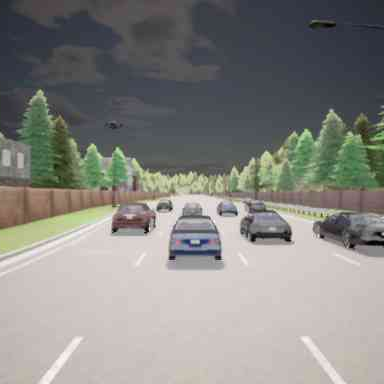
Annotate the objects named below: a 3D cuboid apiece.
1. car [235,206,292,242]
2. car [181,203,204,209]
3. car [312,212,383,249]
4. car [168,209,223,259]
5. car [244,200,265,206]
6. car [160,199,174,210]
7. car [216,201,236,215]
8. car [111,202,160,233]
[{"bbox_3d":[3.601,1.616,16.860,1.994,1.385,4.181,0,0,0],"label":"car"},{"bbox_3d":[0.041,1.637,28.813,2.033,1.411,5.357,0,0,1],"label":"car"},{"bbox_3d":[7.101,1.593,14.697,2.033,1.411,5.357,0,0,0],"label":"car"},{"bbox_3d":[0.105,1.587,12.726,2.033,1.411,5.357,0,0,0],"label":"car"},{"bbox_3d":[7.090,1.611,37.926,2.128,1.511,4.902,0,0,0],"label":"car"},{"bbox_3d":[-3.403,1.658,42.517,1.812,1.442,4.674,0,0,0],"label":"car"},{"bbox_3d":[3.580,1.655,34.561,2.033,1.411,5.357,0,0,0],"label":"car"},{"bbox_3d":[-3.400,1.414,20.242,2.097,1.767,4.553,0,0,0],"label":"car"}]
